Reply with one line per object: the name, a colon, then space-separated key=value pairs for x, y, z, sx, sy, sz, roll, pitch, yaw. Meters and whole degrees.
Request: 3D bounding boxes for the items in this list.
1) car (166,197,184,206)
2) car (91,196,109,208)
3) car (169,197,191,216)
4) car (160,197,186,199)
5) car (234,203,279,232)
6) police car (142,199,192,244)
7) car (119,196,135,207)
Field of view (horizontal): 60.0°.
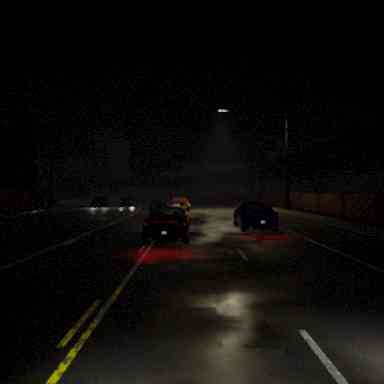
car: x=-2.641 y=1.424 z=51.134 sx=1.994 sy=1.385 sz=4.181 roll=0 pitch=-1 yaw=-15
car: x=-12.236 y=1.289 z=44.254 sx=1.812 sy=1.442 sz=4.674 roll=0 pitch=-1 yaw=-10
car: x=-1.147 y=1.270 z=31.198 sx=1.882 sy=1.535 sz=5.008 roll=0 pitch=0 yaw=-2
car: x=-1.075 y=1.309 z=25.173 sx=1.882 sy=1.535 sz=5.008 roll=0 pitch=0 yaw=0
car: x=3.581 y=1.348 z=19.277 sx=1.882 sy=1.535 sz=5.008 roll=0 pitch=0 yaw=0
police car: x=-1.065 y=1.323 z=15.280 sx=1.930 sy=1.638 sz=5.238 roll=0 pitch=0 yaw=0
car: x=-9.290 y=1.309 z=47.519 sx=1.837 sy=1.490 sz=4.892 roll=0 pitch=-1 yaw=-11
